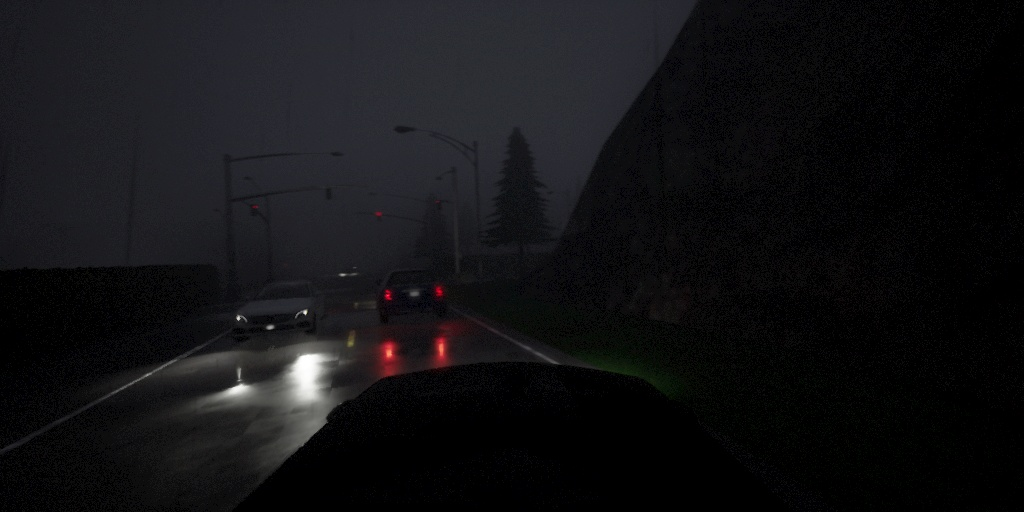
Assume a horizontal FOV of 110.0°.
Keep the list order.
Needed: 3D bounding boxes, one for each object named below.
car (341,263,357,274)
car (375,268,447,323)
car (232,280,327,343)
[{"bbox_3d":[-26.186,1.901,57.611,2.097,1.767,4.553,-2,0,-22],"label":"car"},{"bbox_3d":[-3.843,1.208,13.183,2.097,1.767,4.553,-2,1,-22],"label":"car"},{"bbox_3d":[-6.880,1.510,11.041,1.812,1.442,4.674,-2,0,-22],"label":"car"}]
